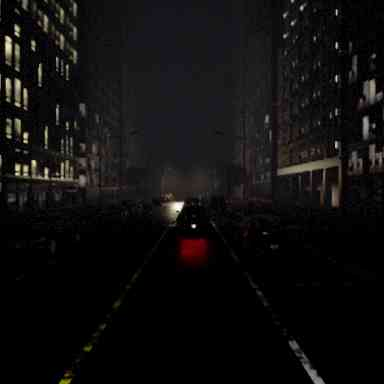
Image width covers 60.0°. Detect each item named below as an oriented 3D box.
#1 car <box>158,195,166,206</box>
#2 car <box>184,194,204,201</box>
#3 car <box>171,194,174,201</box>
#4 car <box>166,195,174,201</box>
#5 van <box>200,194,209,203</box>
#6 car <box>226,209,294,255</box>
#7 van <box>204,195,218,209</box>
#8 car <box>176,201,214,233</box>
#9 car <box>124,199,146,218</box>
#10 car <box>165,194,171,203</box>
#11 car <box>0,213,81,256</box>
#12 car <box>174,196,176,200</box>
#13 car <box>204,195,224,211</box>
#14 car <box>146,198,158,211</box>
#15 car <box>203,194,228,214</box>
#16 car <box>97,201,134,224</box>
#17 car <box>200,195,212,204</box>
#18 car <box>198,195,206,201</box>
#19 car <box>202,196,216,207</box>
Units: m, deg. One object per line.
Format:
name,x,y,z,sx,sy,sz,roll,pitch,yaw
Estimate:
car,-5.716,1.572,52.822,1.947,1.339,4.313,-1,0,0
car,0.089,1.357,37.508,2.097,1.767,4.553,0,0,0
car,-5.725,1.445,75.556,1.967,1.590,4.097,-1,0,0
car,-5.728,1.586,86.924,1.802,1.307,4.206,-1,0,0
van,2.656,1.347,69.875,1.690,1.788,3.998,-1,0,0
car,2.678,1.553,13.038,2.008,1.369,4.403,-1,0,0
van,2.664,1.347,47.141,1.690,1.788,3.998,-1,0,0
car,0.095,1.508,19.618,1.837,1.490,4.892,0,0,0
car,-5.709,1.445,30.087,1.967,1.590,4.097,-1,0,0
car,-5.720,1.557,64.189,2.008,1.369,4.403,-1,0,0
car,-5.703,1.553,13.036,2.008,1.369,4.403,-1,0,0
car,-5.728,1.320,81.240,2.192,1.841,5.009,-1,0,0
car,2.666,1.321,41.458,2.192,1.841,5.009,-1,0,0
car,-5.712,1.531,41.284,1.752,1.417,4.829,-1,0,0
car,2.668,1.320,35.774,2.192,1.841,5.009,-1,0,0
car,-5.706,1.586,24.403,1.802,1.307,4.206,-1,0,0
car,2.659,1.446,64.192,1.967,1.590,4.097,-1,0,0
car,2.653,1.555,86.926,2.008,1.369,4.403,-1,0,0
car,2.664,1.446,52.825,1.967,1.590,4.097,-1,0,0
